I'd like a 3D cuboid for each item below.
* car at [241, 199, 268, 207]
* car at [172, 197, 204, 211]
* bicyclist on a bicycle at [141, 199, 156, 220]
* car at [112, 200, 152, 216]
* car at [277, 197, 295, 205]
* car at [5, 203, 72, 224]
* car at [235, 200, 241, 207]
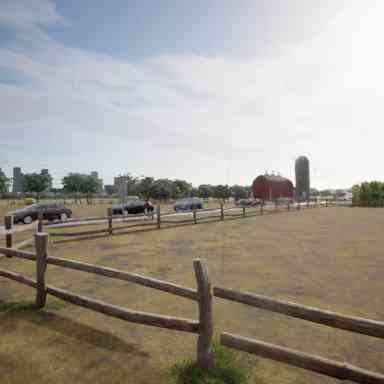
[{"bbox_3d":[9.824,1.667,50.586,1.895,1.301,4.718,-2,-1,35],"label":"car"},{"bbox_3d":[-0.452,1.478,41.220,2.097,1.767,4.553,-2,-1,35],"label":"car"},{"bbox_3d":[-3.522,1.419,26.545,1.656,1.620,0.582,0,0,35],"label":"bicyclist on a bicycle"},{"bbox_3d":[-6.095,1.588,33.252,1.882,1.535,5.008,-2,-1,35],"label":"car"},{"bbox_3d":[17.303,1.688,61.112,2.033,1.411,5.357,-2,-2,35],"label":"car"},{"bbox_3d":[-11.615,1.602,25.463,1.837,1.490,4.892,-2,-1,35],"label":"car"},{"bbox_3d":[8.585,1.761,53.760,1.994,1.385,4.181,-2,-2,35],"label":"car"}]
